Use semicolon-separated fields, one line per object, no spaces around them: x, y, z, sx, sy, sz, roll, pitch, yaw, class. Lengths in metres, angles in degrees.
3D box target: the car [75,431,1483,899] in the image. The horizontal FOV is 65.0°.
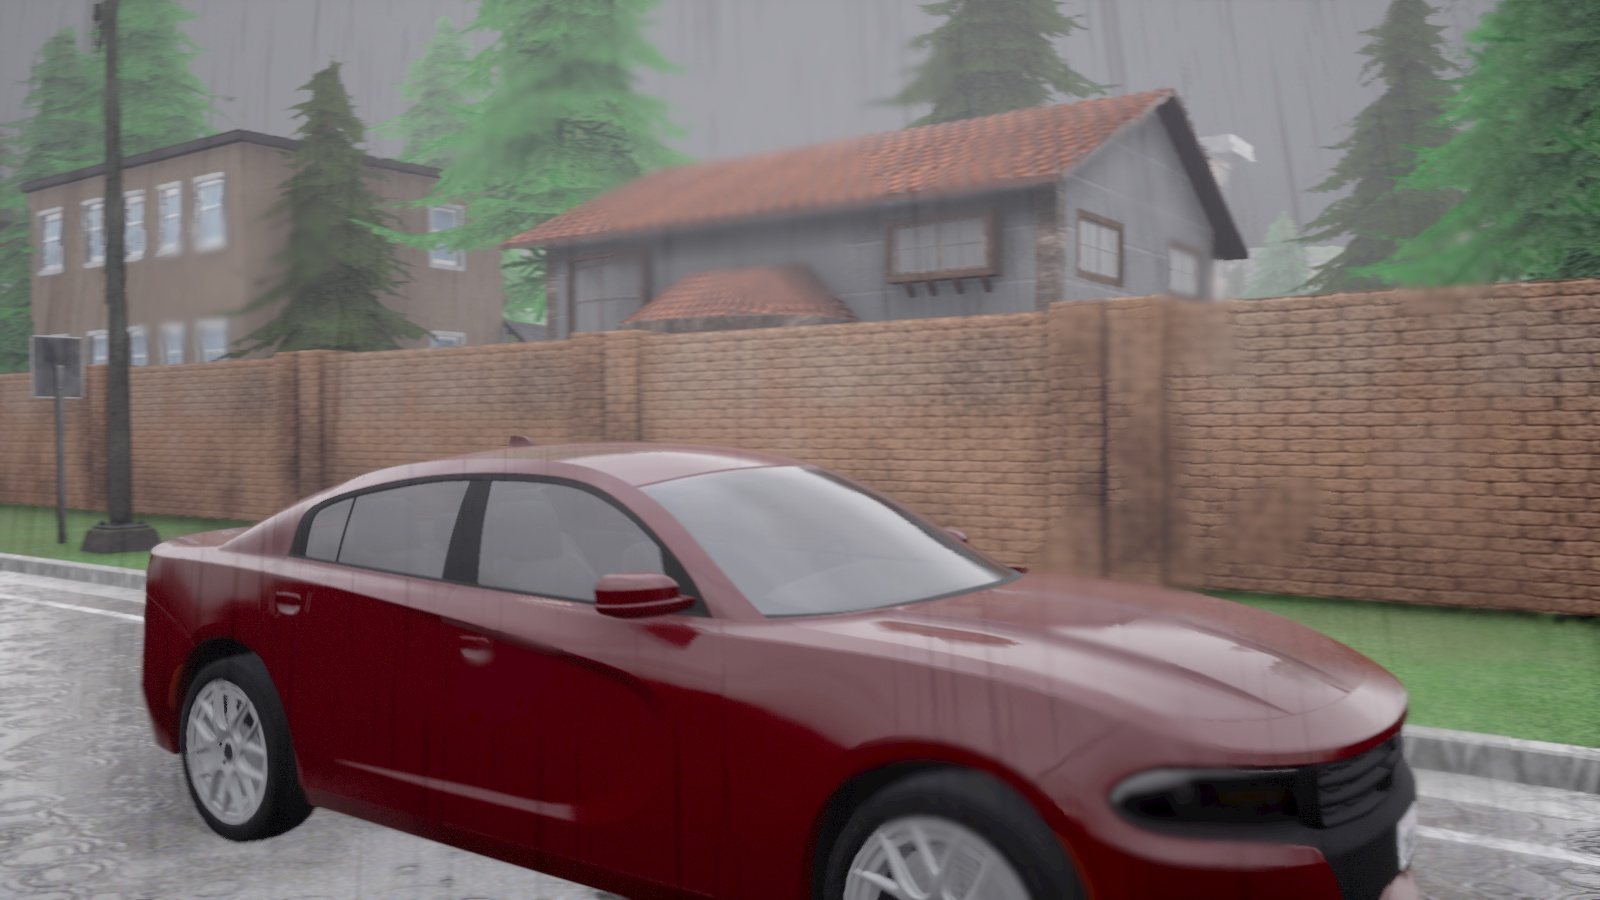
-0.443;0.711;4.621;5.008;1.535;1.882;1;1;35;car
